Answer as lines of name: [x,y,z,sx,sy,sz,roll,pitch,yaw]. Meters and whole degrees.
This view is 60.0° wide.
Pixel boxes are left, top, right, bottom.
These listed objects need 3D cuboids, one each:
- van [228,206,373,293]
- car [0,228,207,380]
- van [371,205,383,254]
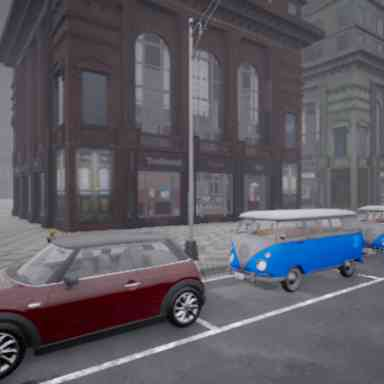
van: [2.767,1.347,8.625,3.998,1.788,1.690,0,0,-36]
car: [-1.822,1.441,5.351,4.097,1.590,1.967,0,0,-36]
van: [7.355,1.354,11.898,3.998,1.788,1.690,0,0,-36]
